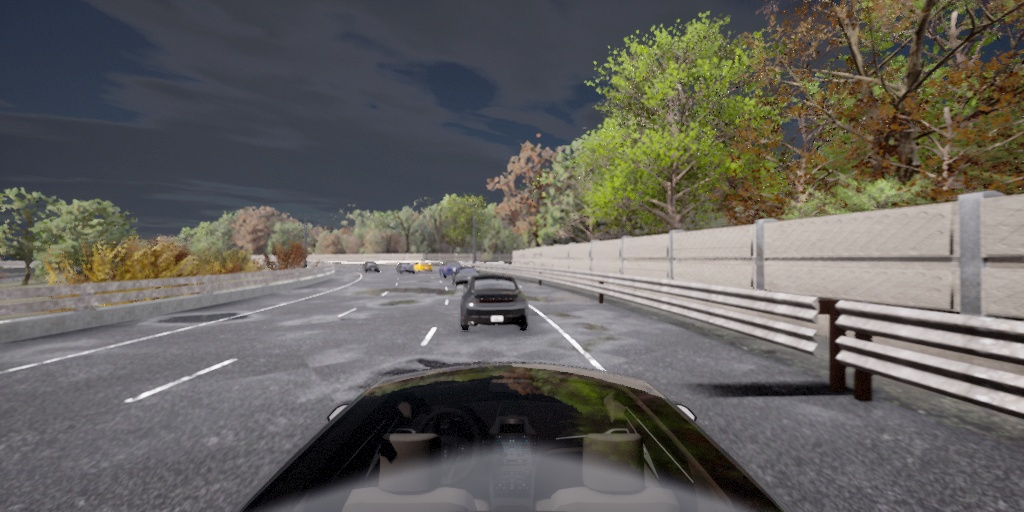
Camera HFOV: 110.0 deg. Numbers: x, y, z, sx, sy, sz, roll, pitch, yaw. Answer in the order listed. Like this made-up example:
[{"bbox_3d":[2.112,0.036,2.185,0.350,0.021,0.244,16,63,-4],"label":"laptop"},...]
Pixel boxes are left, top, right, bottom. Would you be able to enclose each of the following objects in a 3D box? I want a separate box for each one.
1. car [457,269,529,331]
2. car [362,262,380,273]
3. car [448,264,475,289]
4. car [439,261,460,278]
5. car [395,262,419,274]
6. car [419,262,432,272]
[{"bbox_3d":[-0.661,1.321,11.280,1.837,1.490,4.892,0,0,-7],"label":"car"},{"bbox_3d":[-20.082,1.627,50.879,1.812,1.442,4.674,0,-1,-28],"label":"car"},{"bbox_3d":[-3.380,1.488,26.629,1.994,1.385,4.181,0,0,-14],"label":"car"},{"bbox_3d":[-6.407,1.352,37.561,2.097,1.767,4.553,0,0,-17],"label":"car"},{"bbox_3d":[-13.868,1.614,46.334,2.033,1.411,5.357,0,0,-24],"label":"car"},{"bbox_3d":[-13.275,1.589,52.998,1.882,1.535,5.008,0,-1,-27],"label":"car"}]
